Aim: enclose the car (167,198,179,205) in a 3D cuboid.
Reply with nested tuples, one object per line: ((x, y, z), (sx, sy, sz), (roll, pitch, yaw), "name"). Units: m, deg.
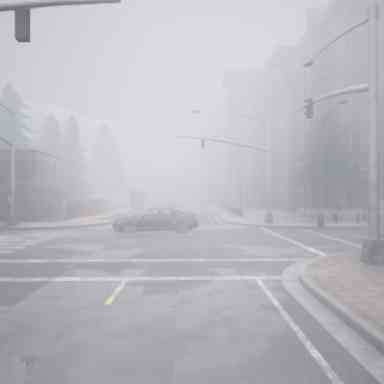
((-3.528, 1.946, 62.085), (2.097, 1.767, 4.553), (0, 0, 0), "car")

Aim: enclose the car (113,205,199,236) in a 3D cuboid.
((-2.037, 1.669, 19.166), (4.902, 1.511, 2.128), (0, -1, -4), "car")
